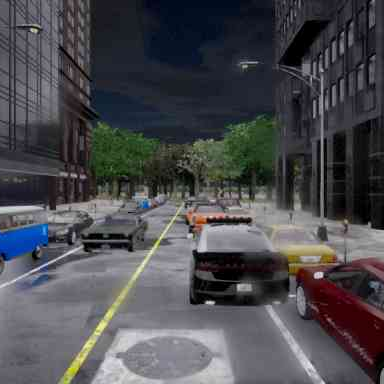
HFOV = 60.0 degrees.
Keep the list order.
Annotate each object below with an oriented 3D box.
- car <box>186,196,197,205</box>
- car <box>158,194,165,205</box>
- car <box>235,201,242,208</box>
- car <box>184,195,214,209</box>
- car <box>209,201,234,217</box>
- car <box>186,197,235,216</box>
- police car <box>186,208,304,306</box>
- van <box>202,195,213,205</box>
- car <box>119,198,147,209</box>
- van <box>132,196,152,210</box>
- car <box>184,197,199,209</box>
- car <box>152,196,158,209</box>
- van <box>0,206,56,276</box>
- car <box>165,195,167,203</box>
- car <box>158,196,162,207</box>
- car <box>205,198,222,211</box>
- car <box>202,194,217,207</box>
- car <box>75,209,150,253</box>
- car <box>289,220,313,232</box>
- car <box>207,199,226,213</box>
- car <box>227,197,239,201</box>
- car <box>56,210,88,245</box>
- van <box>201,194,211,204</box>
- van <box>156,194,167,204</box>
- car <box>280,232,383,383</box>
[{"bbox_3d":[-0.067,1.523,59.356,1.837,1.490,4.892,0,0,0],"label":"car"},{"bbox_3d":[-5.824,1.539,53.191,1.752,1.417,4.829,0,0,0],"label":"car"},{"bbox_3d":[2.738,1.527,20.914,1.752,1.417,4.829,0,0,0],"label":"car"},{"bbox_3d":[0.688,1.354,24.132,2.097,1.767,4.553,0,0,2],"label":"car"},{"bbox_3d":[2.726,1.555,31.619,2.008,1.369,4.403,0,0,0],"label":"car"},{"bbox_3d":[0.879,1.353,18.105,2.097,1.767,4.553,0,0,0],"label":"car"},{"bbox_3d":[0.890,1.426,8.244,1.930,1.638,5.238,0,0,0],"label":"police car"},{"bbox_3d":[2.695,1.359,58.807,1.690,1.788,3.998,0,0,0],"label":"van"},{"bbox_3d":[-5.799,1.570,31.610,1.947,1.339,4.313,0,0,0],"label":"car"},{"bbox_3d":[-5.806,1.347,37.048,1.690,1.788,3.998,0,0,0],"label":"van"},{"bbox_3d":[-0.040,1.515,45.791,1.837,1.490,4.892,0,0,1],"label":"car"},{"bbox_3d":[-5.812,1.534,42.315,1.752,1.417,4.829,0,0,0],"label":"car"},{"bbox_3d":[-5.775,1.341,9.860,1.690,1.788,3.998,0,0,0],"label":"van"},{"bbox_3d":[-5.830,1.458,58.798,1.967,1.590,4.097,0,0,0],"label":"car"},{"bbox_3d":[-5.818,1.577,47.923,1.947,1.339,4.313,0,0,0],"label":"car"},{"bbox_3d":[2.713,1.553,42.495,1.887,1.381,4.507,0,0,0],"label":"car"},{"bbox_3d":[2.701,1.329,53.370,2.192,1.841,5.009,0,0,0],"label":"car"},{"bbox_3d":[-3.016,1.601,13.839,1.895,1.301,4.718,0,0,0],"label":"car"},{"bbox_3d":[2.750,1.526,10.039,1.752,1.417,4.829,0,0,0],"label":"car"},{"bbox_3d":[2.719,1.532,37.227,1.752,1.417,4.829,0,0,0],"label":"car"},{"bbox_3d":[2.731,1.318,26.182,2.192,1.841,5.009,0,0,0],"label":"car"},{"bbox_3d":[-5.781,1.552,15.297,2.008,1.369,4.403,0,0,0],"label":"car"},{"bbox_3d":[2.689,1.362,64.245,1.690,1.788,3.998,0,0,0],"label":"van"},{"bbox_3d":[-5.836,1.362,64.236,1.690,1.788,3.998,0,0,0],"label":"van"},{"bbox_3d":[2.756,1.545,4.432,1.887,1.381,4.507,0,0,0],"label":"car"}]
